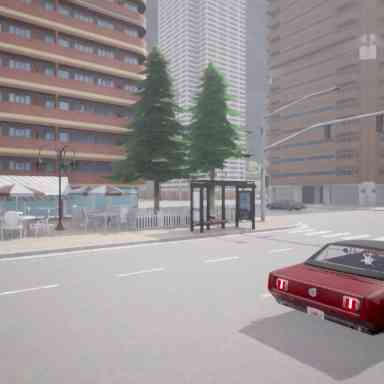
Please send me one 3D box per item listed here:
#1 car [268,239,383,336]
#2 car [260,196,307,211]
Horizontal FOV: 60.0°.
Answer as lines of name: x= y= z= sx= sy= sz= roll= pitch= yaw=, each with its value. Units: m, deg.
car: x=3.733 y=1.601 z=6.473 sx=4.718 sy=1.301 sz=1.895 roll=0 pitch=0 yaw=-36
car: x=11.388 y=1.603 z=40.910 sx=2.033 sy=1.411 sz=5.357 roll=0 pitch=0 yaw=-36
